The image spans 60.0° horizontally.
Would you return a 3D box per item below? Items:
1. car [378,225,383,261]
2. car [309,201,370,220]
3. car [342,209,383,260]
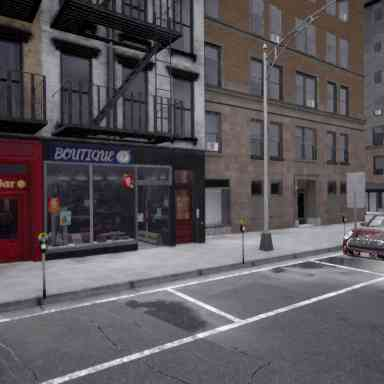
[{"bbox_3d":[7.202,1.549,8.535,5.357,1.411,2.033,0,0,-36],"label":"car"},{"bbox_3d":[13.916,1.665,31.696,1.882,1.535,5.008,-1,0,-37],"label":"car"},{"bbox_3d":[7.036,1.442,11.586,4.097,1.590,1.967,0,-1,-36],"label":"car"}]
